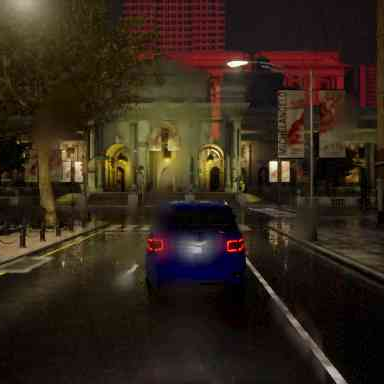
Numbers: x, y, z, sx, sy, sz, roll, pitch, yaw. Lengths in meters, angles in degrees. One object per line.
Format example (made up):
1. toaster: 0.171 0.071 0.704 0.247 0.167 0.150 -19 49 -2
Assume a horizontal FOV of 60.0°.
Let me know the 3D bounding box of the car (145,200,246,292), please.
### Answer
1. car: 0.099 1.222 9.079 2.150 2.045 5.566 0 0 1
